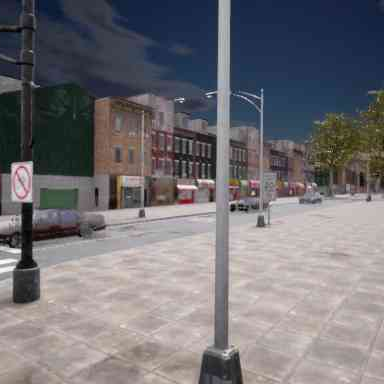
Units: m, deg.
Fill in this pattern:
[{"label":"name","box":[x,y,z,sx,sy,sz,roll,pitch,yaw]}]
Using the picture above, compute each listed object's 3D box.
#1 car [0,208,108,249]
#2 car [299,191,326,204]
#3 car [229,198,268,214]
[{"label":"car","box":[-6.158,1.392,14.150,2.033,1.411,5.357,1,1,36]},{"label":"car","box":[16.194,0.772,45.268,2.097,1.767,4.553,1,1,36]},{"label":"car","box":[5.062,1.189,29.852,1.895,1.301,4.718,1,1,36]}]
